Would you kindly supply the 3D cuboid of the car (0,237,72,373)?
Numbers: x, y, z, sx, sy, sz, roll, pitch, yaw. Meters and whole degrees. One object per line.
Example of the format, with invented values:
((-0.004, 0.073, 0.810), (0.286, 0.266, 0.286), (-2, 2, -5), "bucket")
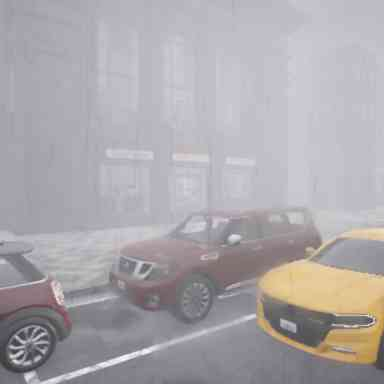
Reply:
((-3.735, 1.450, 3.977), (4.097, 1.590, 1.967), (-1, 1, -36), "car")

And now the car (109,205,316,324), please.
((0.817, 1.260, 7.238), (5.009, 1.841, 2.192), (-1, 1, -36), "car")

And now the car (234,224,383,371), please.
((3.259, 1.410, 5.716), (5.008, 1.535, 1.882), (-1, 0, -36), "car")
